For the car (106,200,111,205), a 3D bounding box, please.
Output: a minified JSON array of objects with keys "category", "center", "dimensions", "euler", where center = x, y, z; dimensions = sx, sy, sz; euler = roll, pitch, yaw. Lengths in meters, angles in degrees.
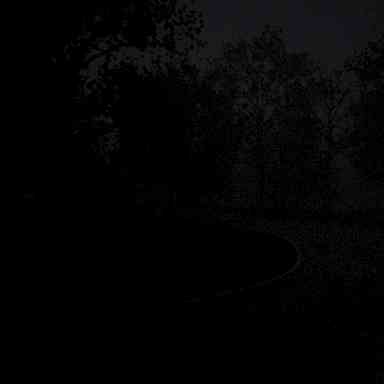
[{"category":"car","center":[-9.180,0.873,37.363],"dimensions":[5.008,1.535,1.882],"euler":[0,-1,23]}]
